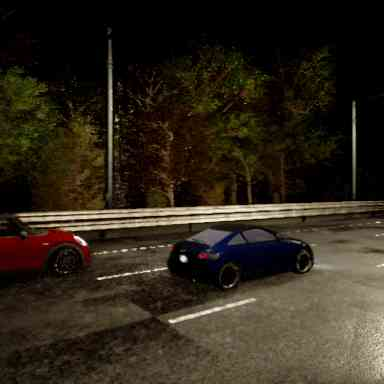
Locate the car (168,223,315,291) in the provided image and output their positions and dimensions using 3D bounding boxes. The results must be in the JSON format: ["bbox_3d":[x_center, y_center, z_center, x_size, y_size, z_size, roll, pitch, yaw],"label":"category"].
[{"bbox_3d":[1.432,1.558,9.066,4.181,1.385,1.994,0,0,-35],"label":"car"}]

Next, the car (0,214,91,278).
[{"bbox_3d":[-5.066,1.353,8.733,4.553,1.767,2.097,0,0,-35],"label":"car"}]
